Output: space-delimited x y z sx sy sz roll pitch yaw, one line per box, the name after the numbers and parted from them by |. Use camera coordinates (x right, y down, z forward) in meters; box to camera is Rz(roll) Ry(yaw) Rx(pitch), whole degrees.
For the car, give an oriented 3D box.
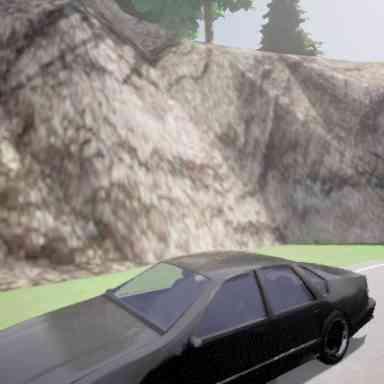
0.291 1.545 4.261 5.357 1.411 2.033 0 0 -36 | car
